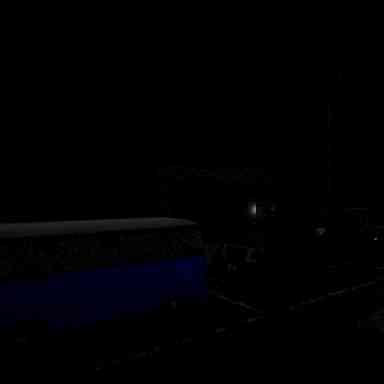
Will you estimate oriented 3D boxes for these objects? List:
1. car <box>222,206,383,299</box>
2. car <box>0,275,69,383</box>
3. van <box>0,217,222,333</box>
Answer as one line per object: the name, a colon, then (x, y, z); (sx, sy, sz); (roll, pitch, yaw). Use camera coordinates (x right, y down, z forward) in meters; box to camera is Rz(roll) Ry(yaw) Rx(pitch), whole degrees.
car: (2.910, 1.313, 8.613); (5.009, 1.841, 2.192); (0, -1, -35)
car: (-2.851, 1.564, 1.348); (4.181, 1.385, 1.994); (0, 0, -35)
van: (-1.642, 1.341, 5.375); (3.998, 1.788, 1.690); (0, -1, -35)
